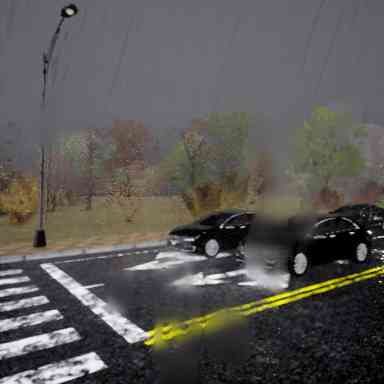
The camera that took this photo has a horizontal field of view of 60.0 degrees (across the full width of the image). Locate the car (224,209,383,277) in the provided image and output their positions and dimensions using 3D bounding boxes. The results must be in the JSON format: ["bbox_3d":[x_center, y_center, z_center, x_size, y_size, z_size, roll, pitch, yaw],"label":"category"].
[{"bbox_3d":[3.547,1.460,10.164,4.892,1.490,1.837,0,0,-33],"label":"car"}]

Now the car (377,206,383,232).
[{"bbox_3d":[10.916,1.395,15.457,5.008,1.535,1.882,0,0,-36],"label":"car"}]

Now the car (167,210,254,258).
[{"bbox_3d":[1.357,1.461,12.630,4.892,1.490,1.837,0,0,-35],"label":"car"}]

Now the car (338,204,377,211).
[{"bbox_3d":[8.832,1.423,17.961,4.892,1.490,1.837,0,0,-35],"label":"car"}]
